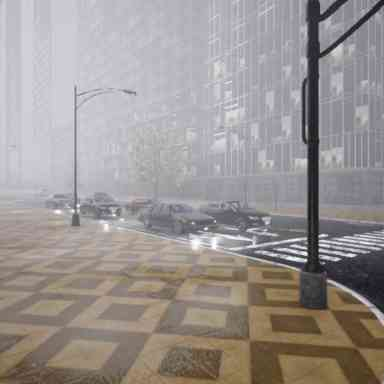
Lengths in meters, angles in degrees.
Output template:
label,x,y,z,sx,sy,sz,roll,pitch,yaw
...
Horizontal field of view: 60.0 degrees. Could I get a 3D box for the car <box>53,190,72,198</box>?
label,x,y,z,sx,sy,sz,roll,pitch,yaw
car,-25.378,0.315,65.041,2.033,1.411,5.357,0,1,-38

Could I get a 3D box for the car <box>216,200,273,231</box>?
label,x,y,z,sx,sy,sz,roll,pitch,yaw
car,2.309,1.253,18.772,2.128,1.511,4.902,0,1,-38

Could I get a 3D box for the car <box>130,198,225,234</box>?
label,x,y,z,sx,sy,sz,roll,pitch,yaw
car,-0.974,1.291,17.688,2.033,1.411,5.357,0,1,-38

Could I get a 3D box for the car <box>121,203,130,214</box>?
label,x,y,z,sx,sy,sz,roll,pitch,yaw
car,-3.416,1.193,26.063,1.895,1.301,4.718,0,1,-38

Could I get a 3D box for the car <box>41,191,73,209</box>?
label,x,y,z,sx,sy,sz,roll,pitch,yaw
car,-13.383,0.901,33.531,1.812,1.442,4.674,0,1,-38

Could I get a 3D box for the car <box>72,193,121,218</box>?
label,x,y,z,sx,sy,sz,roll,pitch,yaw
car,-7.049,1.055,25.428,2.128,1.511,4.902,0,1,-38

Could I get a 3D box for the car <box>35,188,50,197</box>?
label,x,y,z,sx,sy,sz,roll,pitch,yaw
car,-28.479,0.110,63.731,2.097,1.767,4.553,0,1,-38
